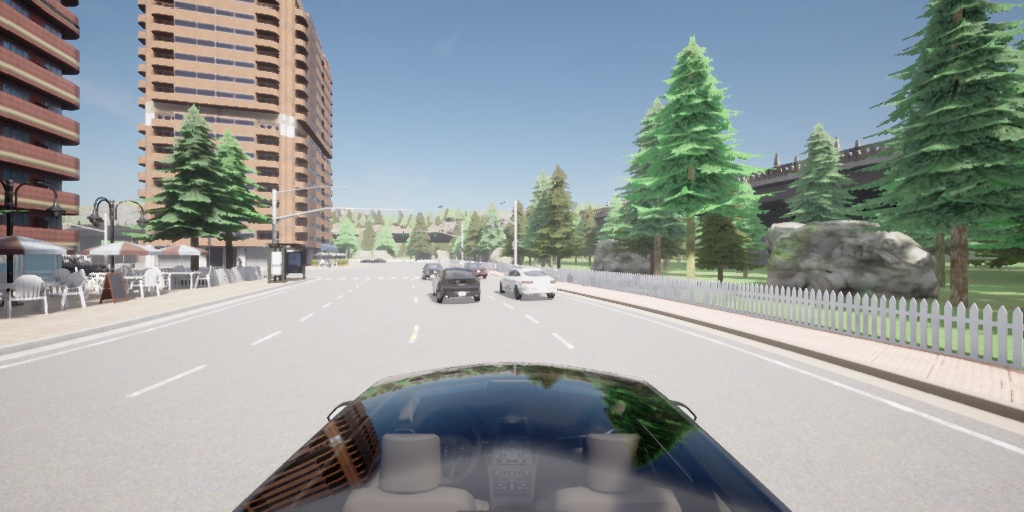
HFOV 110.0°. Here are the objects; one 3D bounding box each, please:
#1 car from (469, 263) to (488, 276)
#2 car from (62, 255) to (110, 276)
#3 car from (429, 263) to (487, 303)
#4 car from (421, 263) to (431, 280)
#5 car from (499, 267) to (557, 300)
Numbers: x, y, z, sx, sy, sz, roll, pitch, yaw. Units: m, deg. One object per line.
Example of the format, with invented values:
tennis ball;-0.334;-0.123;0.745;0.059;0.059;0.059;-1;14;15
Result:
car;-3.488;1.312;32.118;2.033;1.411;5.357;0;0;-16
car;-44.849;1.130;36.321;5.566;2.045;2.150;0;0;-16
car;-2.675;1.265;16.737;1.837;1.490;4.892;0;0;-16
car;-6.849;1.312;31.144;2.033;1.411;5.357;0;0;-16
car;0.687;1.282;17.711;1.812;1.442;4.674;0;0;-16
